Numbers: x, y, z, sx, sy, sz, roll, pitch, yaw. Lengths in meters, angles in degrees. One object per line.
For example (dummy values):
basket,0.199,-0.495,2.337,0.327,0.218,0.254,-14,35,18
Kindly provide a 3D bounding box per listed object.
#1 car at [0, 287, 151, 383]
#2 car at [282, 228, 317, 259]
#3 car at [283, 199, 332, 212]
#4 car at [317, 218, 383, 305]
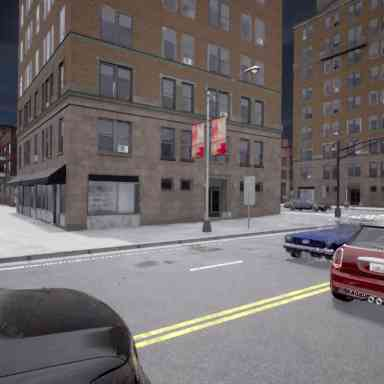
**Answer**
car,-2.828,1.221,1.419,5.566,2.045,2.150,0,0,-36
car,5.307,1.605,11.524,4.718,1.301,1.895,0,0,-35
car,12.877,1.469,37.443,2.033,1.411,5.357,1,0,-36
car,4.991,1.355,7.085,4.553,1.767,2.097,0,0,-36
